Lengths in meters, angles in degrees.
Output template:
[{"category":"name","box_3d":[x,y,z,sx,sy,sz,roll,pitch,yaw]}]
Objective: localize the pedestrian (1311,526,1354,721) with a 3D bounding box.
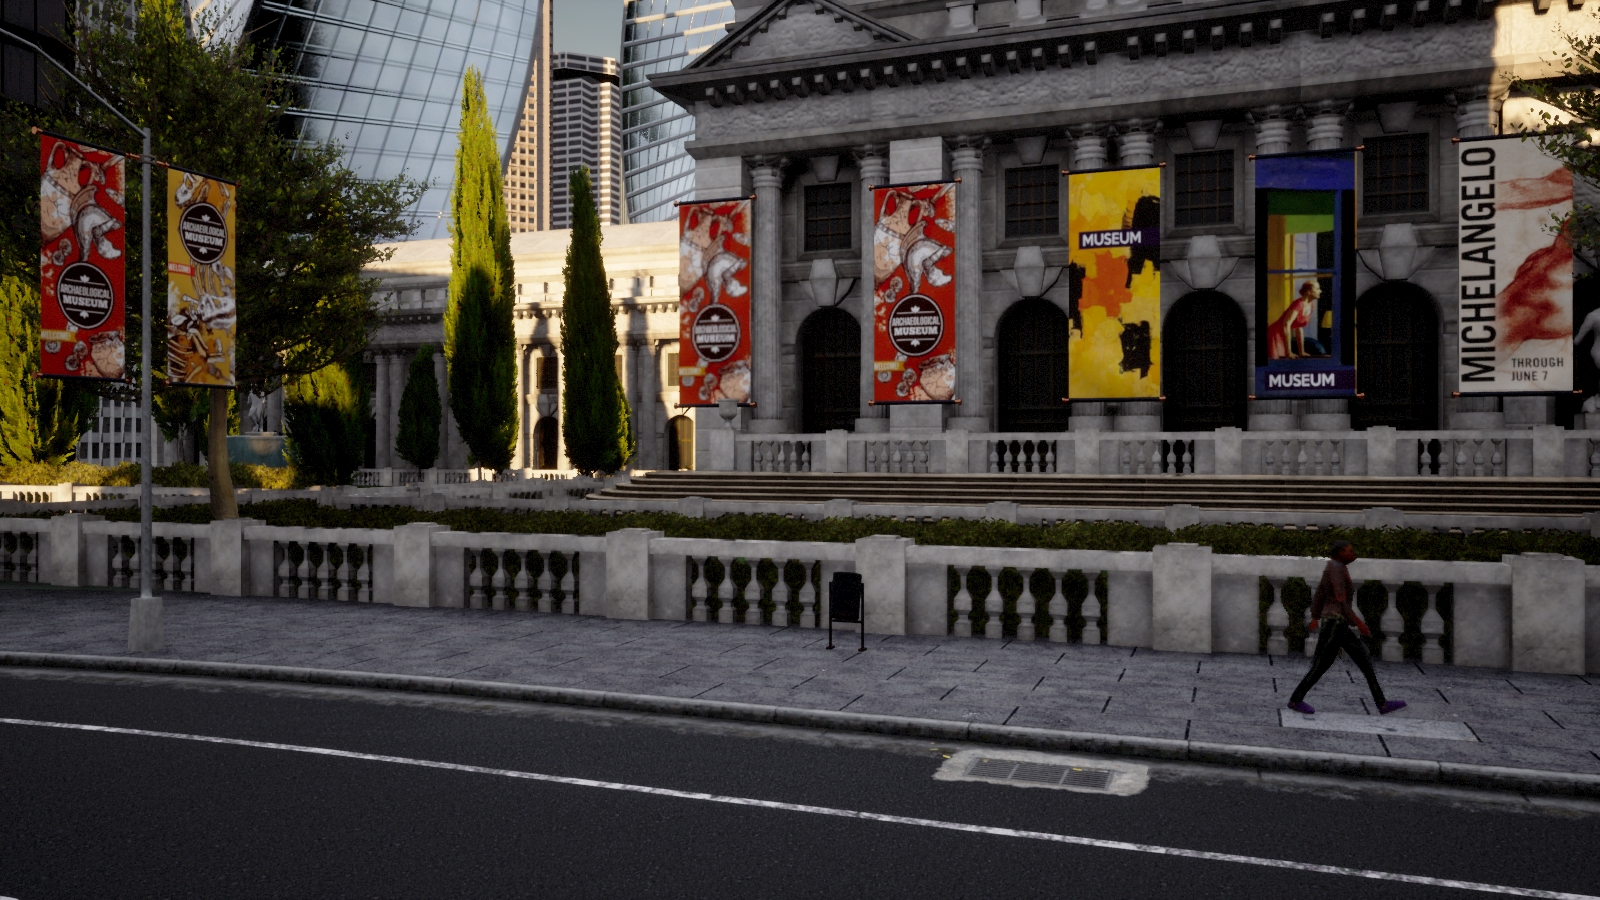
[{"category":"pedestrian","box_3d":[5.269,1.696,11.318,0.375,1.860,0.375,0,0,23]}]
